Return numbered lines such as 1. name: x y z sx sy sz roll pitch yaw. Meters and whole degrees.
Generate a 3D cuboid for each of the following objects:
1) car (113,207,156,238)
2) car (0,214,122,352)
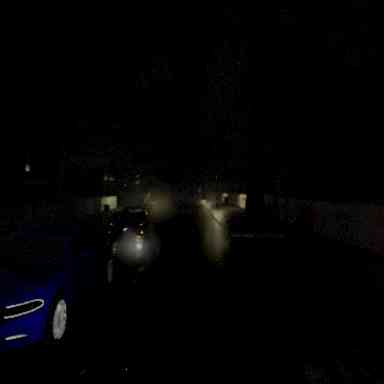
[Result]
1. car: -2.917 1.450 16.655 1.994 1.385 4.181 0 0 0
2. car: -2.879 1.434 6.508 1.882 1.535 5.008 0 0 -1
